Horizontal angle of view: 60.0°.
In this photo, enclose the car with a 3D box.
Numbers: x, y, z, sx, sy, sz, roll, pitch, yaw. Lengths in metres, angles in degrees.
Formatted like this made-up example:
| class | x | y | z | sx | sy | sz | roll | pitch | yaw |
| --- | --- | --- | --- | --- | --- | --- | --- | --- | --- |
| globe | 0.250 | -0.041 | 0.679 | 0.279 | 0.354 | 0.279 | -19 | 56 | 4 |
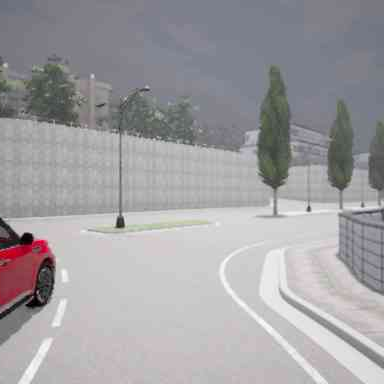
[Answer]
| class | x | y | z | sx | sy | sz | roll | pitch | yaw |
| --- | --- | --- | --- | --- | --- | --- | --- | --- | --- |
| car | -3.842 | 1.257 | 4.816 | 2.150 | 2.045 | 5.566 | 0 | 0 | -5 |
